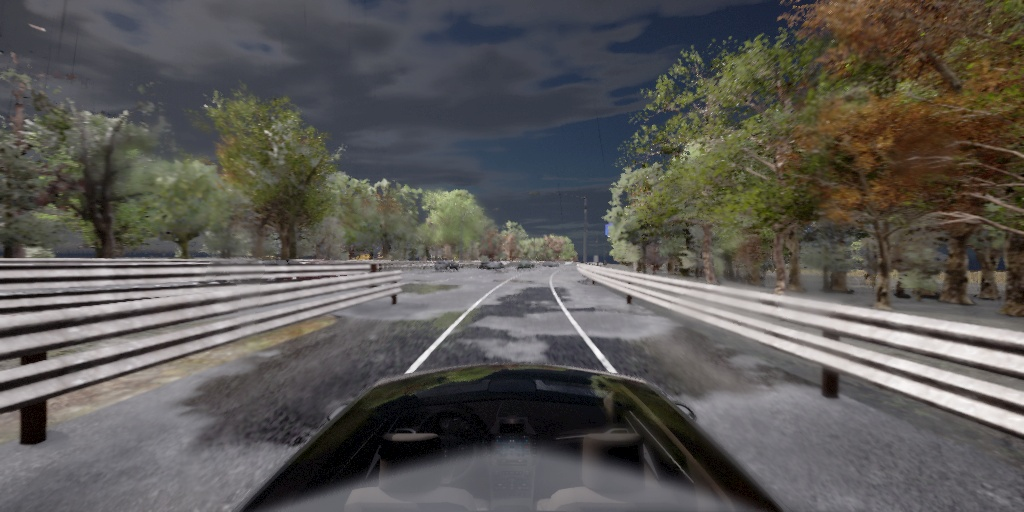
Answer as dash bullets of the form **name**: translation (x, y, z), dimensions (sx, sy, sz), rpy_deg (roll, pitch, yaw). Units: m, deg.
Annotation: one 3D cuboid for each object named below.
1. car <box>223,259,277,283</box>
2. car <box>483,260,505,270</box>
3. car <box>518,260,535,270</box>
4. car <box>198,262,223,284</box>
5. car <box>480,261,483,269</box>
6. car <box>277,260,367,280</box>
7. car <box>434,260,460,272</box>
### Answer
- **car**: translation (-13.239, 0.921, 20.660), dimensions (1.837, 1.490, 4.892), rpy_deg (0, -1, 17)
- **car**: translation (-2.495, 1.541, 56.790), dimensions (1.994, 1.385, 4.181), rpy_deg (1, -1, 16)
- **car**: translation (2.536, 1.443, 61.477), dimensions (2.097, 1.767, 4.553), rpy_deg (0, -1, 16)
- **car**: translation (-16.566, 0.992, 21.739), dimensions (1.895, 1.301, 4.718), rpy_deg (0, -1, 17)
- **car**: translation (-4.141, 1.544, 63.570), dimensions (1.837, 1.490, 4.892), rpy_deg (0, -1, 16)
- **car**: translation (-9.898, 0.969, 19.619), dimensions (1.812, 1.442, 4.674), rpy_deg (0, -1, 17)
- **car**: translation (-8.677, 1.289, 48.229), dimensions (2.128, 1.511, 4.902), rpy_deg (0, -1, 16)
